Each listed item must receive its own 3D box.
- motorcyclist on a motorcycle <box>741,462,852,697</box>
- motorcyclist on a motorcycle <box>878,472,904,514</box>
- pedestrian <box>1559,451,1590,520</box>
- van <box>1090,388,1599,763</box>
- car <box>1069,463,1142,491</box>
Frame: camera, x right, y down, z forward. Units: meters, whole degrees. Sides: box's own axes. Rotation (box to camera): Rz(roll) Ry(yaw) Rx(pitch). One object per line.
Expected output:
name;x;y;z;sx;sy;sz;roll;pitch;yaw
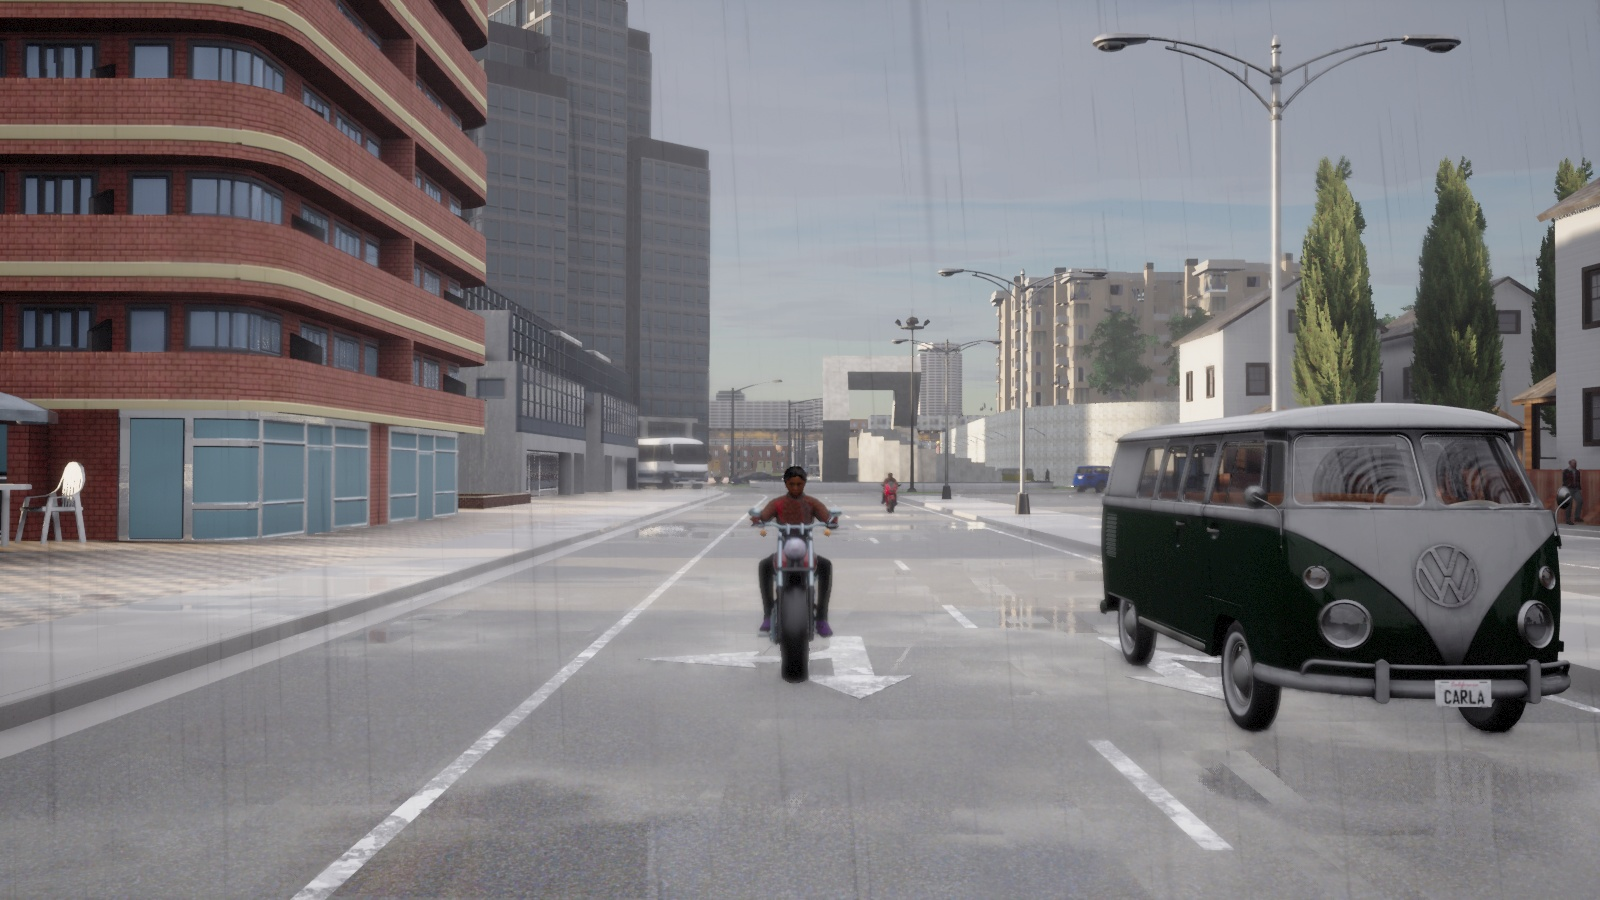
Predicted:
motorcyclist on a motorcycle;-0.027;0.932;10.049;0.766;1.649;2.350;-1;-1;0
motorcyclist on a motorcycle;3.374;1.565;46.647;0.797;1.523;2.044;0;-1;0
pedestrian;21.080;0.958;34.202;0.376;1.854;0.720;0;-1;0
van;3.474;0.701;8.916;1.775;1.987;4.442;0;-1;0
car;23.248;2.039;95.425;5.566;2.045;2.150;0;-1;-34
